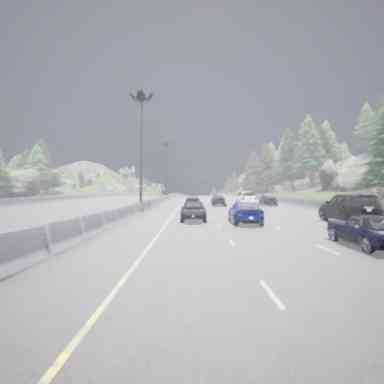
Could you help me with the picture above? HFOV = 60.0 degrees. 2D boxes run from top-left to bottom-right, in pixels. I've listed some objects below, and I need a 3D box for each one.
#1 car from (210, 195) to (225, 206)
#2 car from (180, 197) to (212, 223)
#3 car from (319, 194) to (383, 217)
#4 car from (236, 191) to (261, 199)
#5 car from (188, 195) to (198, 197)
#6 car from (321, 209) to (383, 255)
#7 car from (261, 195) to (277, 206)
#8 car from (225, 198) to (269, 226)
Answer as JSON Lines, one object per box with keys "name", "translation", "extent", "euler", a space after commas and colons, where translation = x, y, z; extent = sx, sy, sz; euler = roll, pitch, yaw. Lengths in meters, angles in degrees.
{"name": "car", "translation": [3.613, 1.170, 46.409], "extent": [1.837, 1.490, 4.892], "euler": [0, 1, 0]}
{"name": "car", "translation": [0.106, 1.408, 24.955], "extent": [2.128, 1.511, 4.902], "euler": [0, 1, 0]}
{"name": "car", "translation": [10.605, 1.152, 22.575], "extent": [2.150, 2.045, 5.566], "euler": [0, 1, 0]}
{"name": "car", "translation": [7.112, 0.915, 43.746], "extent": [2.150, 2.045, 5.566], "euler": [0, 1, 0]}
{"name": "car", "translation": [0.112, 1.157, 45.298], "extent": [1.882, 1.535, 5.008], "euler": [0, 1, 0]}
{"name": "car", "translation": [7.102, 1.585, 13.212], "extent": [1.895, 1.301, 4.718], "euler": [0, 0, 0]}
{"name": "car", "translation": [10.613, 1.161, 46.723], "extent": [1.837, 1.490, 4.892], "euler": [0, 1, 0]}
{"name": "car", "translation": [3.605, 1.410, 22.724], "extent": [1.882, 1.535, 5.008], "euler": [0, 1, 0]}
